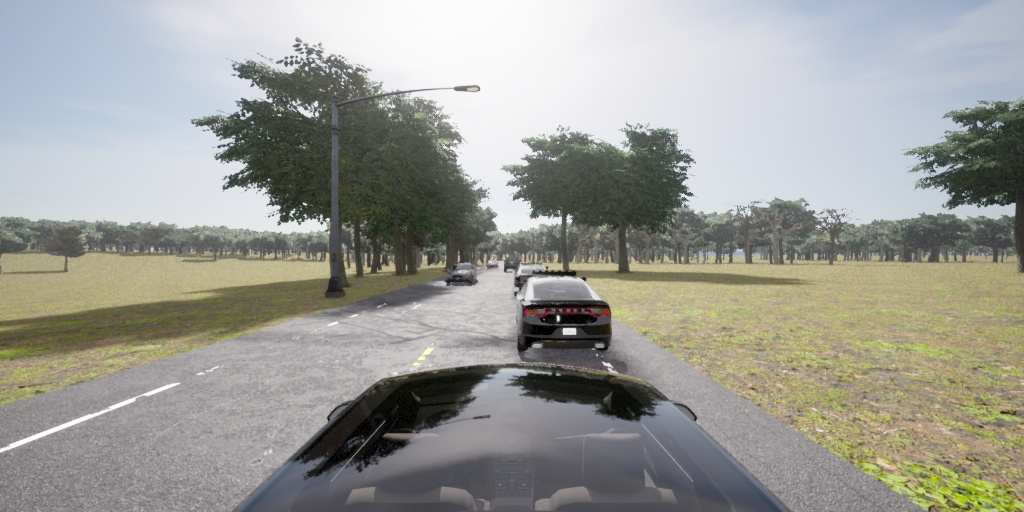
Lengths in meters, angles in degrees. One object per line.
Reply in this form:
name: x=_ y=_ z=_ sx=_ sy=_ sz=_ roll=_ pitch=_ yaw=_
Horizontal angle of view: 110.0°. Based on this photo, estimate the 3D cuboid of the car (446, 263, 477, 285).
car: x=-3.608 y=1.261 z=26.245 sx=1.837 sy=1.490 sz=4.892 roll=0 pitch=0 yaw=0

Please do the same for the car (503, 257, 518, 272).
car: x=0.018 y=1.105 z=48.488 sx=2.150 sy=2.045 sz=5.566 roll=0 pitch=-1 yaw=0

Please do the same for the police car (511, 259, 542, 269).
police car: x=1.045 y=1.172 z=19.128 sx=1.930 sy=1.638 sz=5.238 roll=0 pitch=0 yaw=0

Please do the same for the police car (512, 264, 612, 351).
police car: x=1.048 y=1.173 z=9.126 sx=1.930 sy=1.638 sz=5.238 roll=0 pitch=0 yaw=0
